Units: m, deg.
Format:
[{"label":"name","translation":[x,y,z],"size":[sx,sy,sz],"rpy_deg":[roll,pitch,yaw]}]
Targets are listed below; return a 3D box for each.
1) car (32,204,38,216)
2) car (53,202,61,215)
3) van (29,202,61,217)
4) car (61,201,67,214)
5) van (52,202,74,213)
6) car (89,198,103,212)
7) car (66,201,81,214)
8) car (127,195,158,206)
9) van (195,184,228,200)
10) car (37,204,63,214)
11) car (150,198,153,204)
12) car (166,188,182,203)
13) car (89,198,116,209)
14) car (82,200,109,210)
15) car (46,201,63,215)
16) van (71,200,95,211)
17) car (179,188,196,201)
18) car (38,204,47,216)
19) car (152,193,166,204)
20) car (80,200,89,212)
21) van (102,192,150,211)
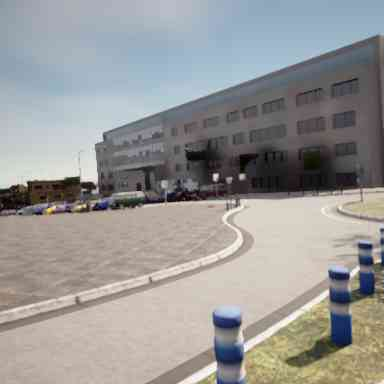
[{"label":"car","translation":[-22.990,2.732,54.807],"size":[5.566,2.045,2.435],"rpy_deg":[-6,0,-44]},{"label":"car","translation":[-17.242,2.382,48.894],"size":[4.674,1.452,2.002],"rpy_deg":[-6,0,-44]},{"label":"van","translation":[-24.977,2.980,56.754],"size":[4.442,1.987,1.878],"rpy_deg":[-6,0,-44]},{"label":"car","translation":[-15.299,2.154,46.905],"size":[4.792,1.488,2.163],"rpy_deg":[-6,0,-44]},{"label":"van","translation":[-31.608,3.777,81.759],"size":[4.442,1.987,1.878],"rpy_deg":[-6,0,-44]},{"label":"car","translation":[-9.459,1.474,40.766],"size":[5.008,1.535,2.097],"rpy_deg":[-6,0,-44]},{"label":"car","translation":[-13.529,1.922,44.748],"size":[5.366,1.575,1.946],"rpy_deg":[-6,0,-44]},{"label":"car","translation":[-8.503,1.445,57.580],"size":[4.792,1.488,2.163],"rpy_deg":[-6,0,-44]},{"label":"van","translation":[3.092,-0.042,45.601],"size":[4.442,1.987,1.878],"rpy_deg":[-6,1,-44]},{"label":"car","translation":[-37.461,4.406,87.728],"size":[5.566,2.045,2.435],"rpy_deg":[-6,0,-44]},{"label":"car","translation":[-4.688,1.018,53.520],"size":[4.792,1.488,2.163],"rpy_deg":[-6,0,-44]},{"label":"car","translation":[-0.855,0.563,49.563],"size":[5.008,1.535,2.097],"rpy_deg":[-6,0,-44]},{"label":"car","translation":[-18.207,2.376,67.588],"size":[4.553,1.767,2.185],"rpy_deg":[-6,0,-44]},{"label":"car","translation":[-20.101,2.716,69.614],"size":[4.892,1.521,2.231],"rpy_deg":[-6,0,-44]},{"label":"car","translation":[-19.083,2.588,50.812],"size":[4.674,1.452,2.002],"rpy_deg":[-6,0,-44]},{"label":"van","translation":[-24.062,2.931,73.558],"size":[4.442,1.987,1.878],"rpy_deg":[-6,0,-44]},{"label":"car","translation":[1.127,0.391,47.546],"size":[4.792,1.488,2.163],"rpy_deg":[-6,0,-44]},{"label":"car","translation":[-20.970,2.757,53.037],"size":[5.366,1.575,1.946],"rpy_deg":[-6,0,-44]},{"label":"car","translation":[-2.790,0.523,51.512],"size":[5.566,2.045,2.435],"rpy_deg":[-6,0,-44]},{"label":"car","translation":[-11.373,1.558,42.799],"size":[4.553,1.767,2.185],"rpy_deg":[-6,0,-44]},{"label":"van","translation":[-7.644,1.067,38.692],"size":[4.442,1.987,1.878],"rpy_deg":[-6,1,-44]}]
